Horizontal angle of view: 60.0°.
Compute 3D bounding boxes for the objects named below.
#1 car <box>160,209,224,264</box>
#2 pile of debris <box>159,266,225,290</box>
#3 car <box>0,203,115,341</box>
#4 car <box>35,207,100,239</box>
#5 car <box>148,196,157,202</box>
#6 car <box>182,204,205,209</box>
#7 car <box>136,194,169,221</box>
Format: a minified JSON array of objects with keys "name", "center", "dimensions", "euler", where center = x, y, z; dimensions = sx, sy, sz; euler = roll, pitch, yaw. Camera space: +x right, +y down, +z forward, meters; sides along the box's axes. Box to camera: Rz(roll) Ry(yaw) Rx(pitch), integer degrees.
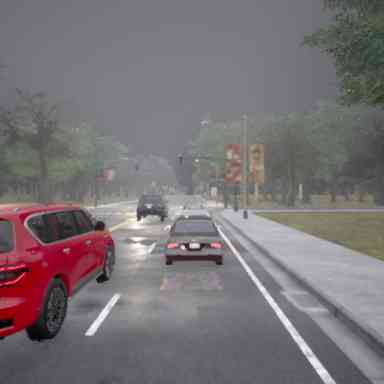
[{"name":"car","center":[0.081,1.552,11.783],"dimensions":[2.033,1.411,5.357],"euler":[0,0,0]},{"name":"pile of debris","center":[0.002,2.178,8.587],"dimensions":[1.500,0.140,1.860],"euler":[0,0,0]},{"name":"car","center":[-3.148,1.223,6.659],"dimensions":[2.150,2.045,5.566],"euler":[0,0,0]},{"name":"car","center":[-6.588,1.573,18.170],"dimensions":[1.994,1.385,4.181],"euler":[0,0,0]},{"name":"car","center":[-9.733,1.619,82.692],"dimensions":[1.812,1.442,4.674],"euler":[0,0,0]},{"name":"car","center":[0.107,1.616,27.186],"dimensions":[1.895,1.301,4.718],"euler":[0,0,0]},{"name":"car","center":[-3.145,1.230,27.067],"dimensions":[2.150,2.045,5.566],"euler":[0,-1,0]}]
